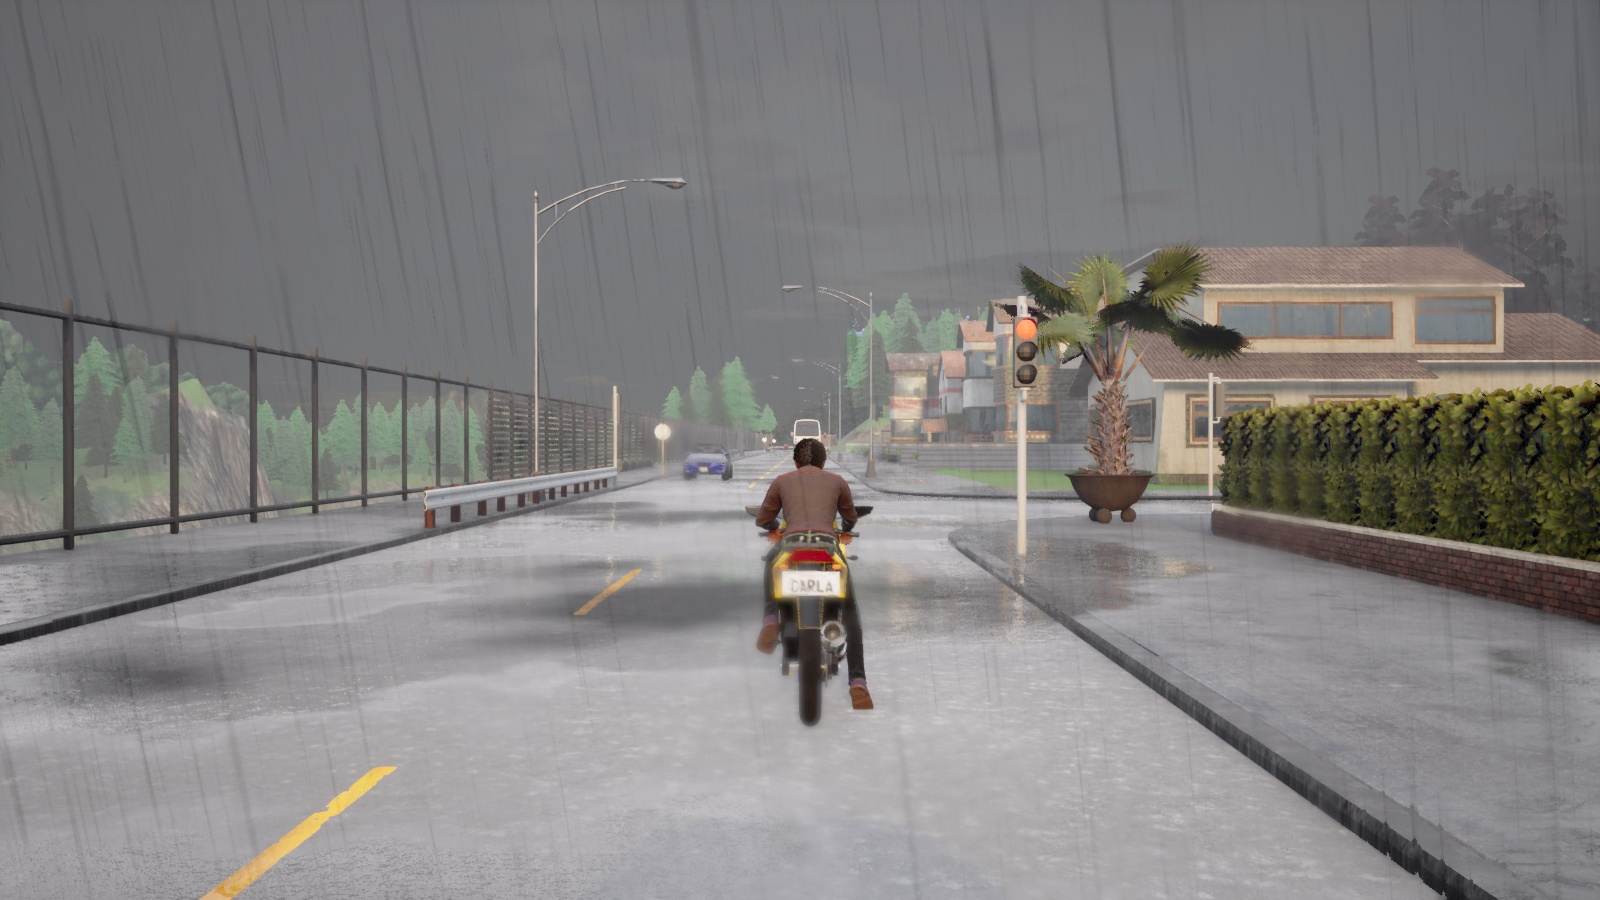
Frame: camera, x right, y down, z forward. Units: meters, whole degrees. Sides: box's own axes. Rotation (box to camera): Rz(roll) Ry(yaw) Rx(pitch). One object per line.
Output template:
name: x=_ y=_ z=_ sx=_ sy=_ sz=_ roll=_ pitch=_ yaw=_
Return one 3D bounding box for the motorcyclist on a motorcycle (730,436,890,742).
motorcyclist on a motorcycle: x=0.056 y=0.688 z=7.269 sx=0.797 sy=1.523 sz=2.044 roll=0 pitch=0 yaw=0

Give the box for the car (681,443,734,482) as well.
car: x=-3.700 y=0.471 z=50.726 sx=1.816 sy=1.474 sz=4.193 roll=0 pitch=0 yaw=0
